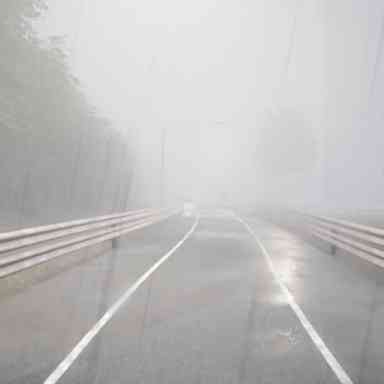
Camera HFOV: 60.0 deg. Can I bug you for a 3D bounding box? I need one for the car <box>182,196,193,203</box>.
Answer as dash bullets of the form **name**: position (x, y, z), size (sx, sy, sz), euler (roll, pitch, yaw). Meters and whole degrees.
- **car**: position (-1.141, 1.533, 67.465), size (2.033, 1.411, 5.357), euler (0, 0, -13)
